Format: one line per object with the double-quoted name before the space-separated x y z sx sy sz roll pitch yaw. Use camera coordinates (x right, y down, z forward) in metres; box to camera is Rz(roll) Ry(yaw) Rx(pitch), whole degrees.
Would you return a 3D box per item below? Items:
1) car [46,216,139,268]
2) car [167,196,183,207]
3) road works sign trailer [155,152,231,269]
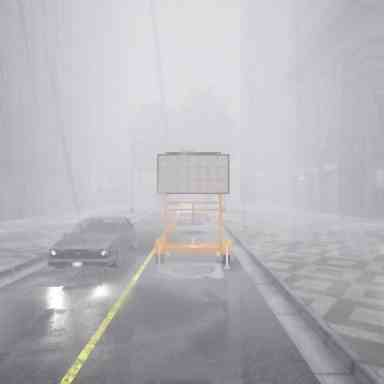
"car" -3.062 1.549 11.538 2.033 1.411 5.357 0 0 0
"car" -2.912 1.643 52.017 1.895 1.301 4.718 0 0 0
"road works sign trailer" 0.041 0.466 11.182 2.380 3.560 2.880 0 0 0
